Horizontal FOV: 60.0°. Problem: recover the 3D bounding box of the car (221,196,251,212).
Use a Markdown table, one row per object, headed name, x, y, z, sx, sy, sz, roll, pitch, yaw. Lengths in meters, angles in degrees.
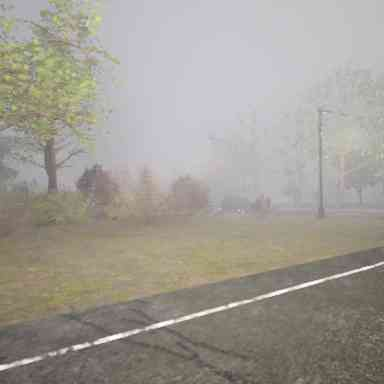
| name | x | y | z | sx | sy | sz | roll | pitch | yaw |
| --- | --- | --- | --- | --- | --- | --- | --- | --- | --- |
| car | 6.473 | 1.596 | 44.090 | 5.566 | 2.045 | 2.150 | -1 | 0 | 42 |
